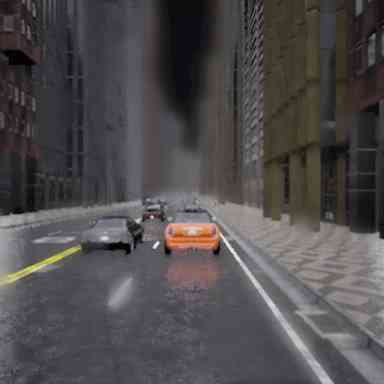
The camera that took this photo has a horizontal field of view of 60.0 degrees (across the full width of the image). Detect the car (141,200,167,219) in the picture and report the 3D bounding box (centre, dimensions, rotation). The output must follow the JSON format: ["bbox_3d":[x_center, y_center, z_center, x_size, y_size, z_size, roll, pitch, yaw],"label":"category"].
[{"bbox_3d":[-3.231,1.775,29.288,1.837,1.490,4.892,0,0,0],"label":"car"}]

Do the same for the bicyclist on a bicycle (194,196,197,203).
[{"bbox_3d":[0.936,2.059,89.682,0.659,1.776,1.843,0,0,0],"label":"bicyclist on a bicycle"}]

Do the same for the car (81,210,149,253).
[{"bbox_3d":[-3.238,1.699,14.293,1.994,1.385,4.181,0,0,0],"label":"car"}]

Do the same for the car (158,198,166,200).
[{"bbox_3d":[-6.466,2.054,71.774,1.882,1.535,5.008,0,0,0],"label":"car"}]

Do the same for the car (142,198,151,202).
[{"bbox_3d":[-9.716,2.054,71.776,1.882,1.535,5.008,0,0,0],"label":"car"}]

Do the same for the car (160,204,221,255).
[{"bbox_3d":[0.012,1.482,14.058,2.097,1.767,4.553,0,-1,0],"label":"car"}]

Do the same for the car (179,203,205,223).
[{"bbox_3d":[0.019,1.760,29.281,2.128,1.511,4.902,0,0,0],"label":"car"}]
